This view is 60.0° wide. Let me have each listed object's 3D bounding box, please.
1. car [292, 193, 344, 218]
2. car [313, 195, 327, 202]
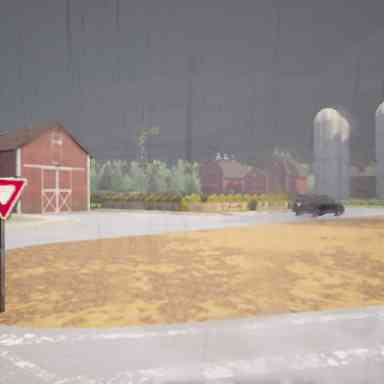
[{"bbox_3d":[11.694,1.268,30.868,5.566,2.045,2.150,0,0,-33],"label":"car"},{"bbox_3d":[32.740,1.744,84.936,2.242,1.667,4.611,0,0,35],"label":"car"}]
